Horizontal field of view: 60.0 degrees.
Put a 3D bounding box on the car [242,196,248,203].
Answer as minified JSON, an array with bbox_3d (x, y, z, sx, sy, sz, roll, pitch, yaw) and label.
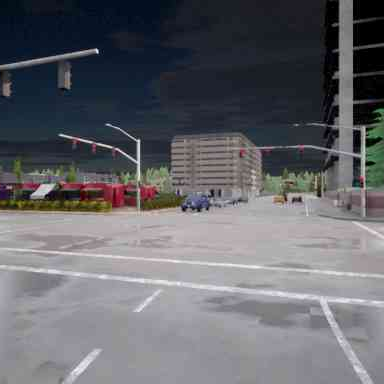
[{"bbox_3d":[10.239,1.546,67.648,2.033,1.411,5.357,0,0,19],"label":"car"}]

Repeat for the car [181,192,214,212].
[{"bbox_3d":[0.536,1.221,39.286,2.150,2.045,5.566,0,0,19],"label":"car"}]

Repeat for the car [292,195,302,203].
[{"bbox_3d":[21.345,1.476,67.602,1.882,1.535,5.008,0,0,19],"label":"car"}]

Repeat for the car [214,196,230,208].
[{"bbox_3d":[3.670,1.600,48.532,1.895,1.301,4.718,0,0,19],"label":"car"}]

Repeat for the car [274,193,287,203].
[{"bbox_3d":[18.129,1.476,69.001,1.882,1.535,5.008,0,0,19],"label":"car"}]

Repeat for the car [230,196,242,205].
[{"bbox_3d":[6.780,1.490,57.654,2.128,1.511,4.902,0,0,19],"label":"car"}]

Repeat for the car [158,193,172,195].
[{"bbox_3d":[-8.090,1.207,81.401,4.605,1.855,1.932,0,0,19],"label":"car"}]

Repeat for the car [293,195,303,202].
[{"bbox_3d":[24.622,1.524,77.350,2.128,1.511,4.902,0,0,19],"label":"car"}]
